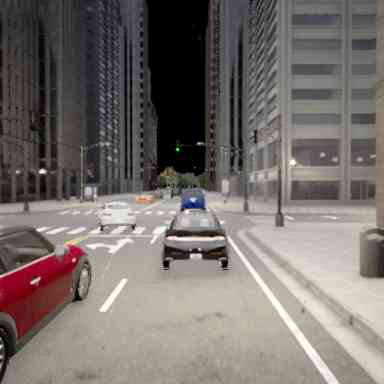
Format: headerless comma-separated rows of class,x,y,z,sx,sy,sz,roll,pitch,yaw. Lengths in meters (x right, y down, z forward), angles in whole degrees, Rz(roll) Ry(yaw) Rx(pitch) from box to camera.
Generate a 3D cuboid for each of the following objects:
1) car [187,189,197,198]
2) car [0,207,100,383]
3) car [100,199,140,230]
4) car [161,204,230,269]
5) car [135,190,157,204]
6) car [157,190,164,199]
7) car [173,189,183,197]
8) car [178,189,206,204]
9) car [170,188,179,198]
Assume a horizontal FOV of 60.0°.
car,-0.001,0.376,69.136,2.097,1.767,4.553,0,1,0
car,-3.149,1.279,5.125,2.097,1.767,4.553,0,1,0
car,-4.403,1.257,18.995,1.812,1.442,4.674,0,1,-19
car,0.100,1.343,10.587,2.128,1.511,4.902,0,1,0
car,-6.575,0.694,46.448,2.097,1.767,4.553,0,1,0
car,-6.520,0.461,63.032,2.097,1.767,4.553,0,1,0
car,-3.250,0.154,79.370,2.097,1.767,4.553,0,1,0
car,0.100,0.783,31.111,2.150,2.045,5.566,0,1,0
car,-3.251,0.251,68.778,2.150,2.045,5.566,0,1,0
